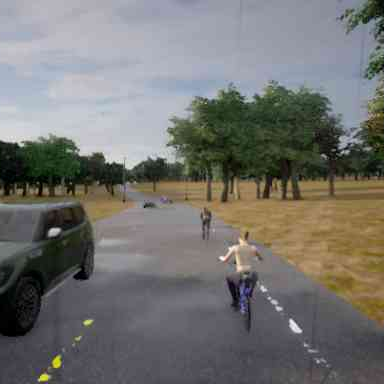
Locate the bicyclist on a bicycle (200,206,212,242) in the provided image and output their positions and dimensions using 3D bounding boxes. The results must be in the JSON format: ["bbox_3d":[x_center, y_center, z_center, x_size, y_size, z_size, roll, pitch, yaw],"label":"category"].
[{"bbox_3d":[0.655,1.487,15.464,0.582,1.620,1.656,0,0,-2],"label":"bicyclist on a bicycle"}]

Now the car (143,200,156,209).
[{"bbox_3d":[-6.066,1.780,47.870,1.895,1.301,4.718,0,0,-6],"label":"car"}]

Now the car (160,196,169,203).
[{"bbox_3d":[-6.646,1.702,79.861,1.882,1.535,5.008,0,0,-9],"label":"car"}]

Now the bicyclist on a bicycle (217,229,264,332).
[{"bbox_3d":[0.887,1.446,5.877,0.866,1.612,1.509,0,0,-1],"label":"bicyclist on a bicycle"}]

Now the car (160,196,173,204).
[{"bbox_3d":[-5.089,1.816,69.757,1.895,1.301,4.718,0,0,-8],"label":"car"}]

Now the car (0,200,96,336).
[{"bbox_3d":[-3.694,1.234,7.043,2.150,2.045,5.566,0,0,-1],"label":"car"}]
